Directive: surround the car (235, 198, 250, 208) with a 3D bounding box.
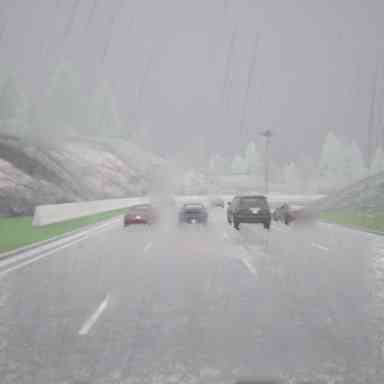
[{"bbox_3d":[7.365,1.555,48.935,1.994,1.385,4.181,0,0,7],"label":"car"}]

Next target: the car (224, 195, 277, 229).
[{"bbox_3d":[3.600,1.217,21.681,2.150,2.045,5.566,0,0,0],"label":"car"}]

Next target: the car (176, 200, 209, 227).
[{"bbox_3d":[0.099,1.501,22.506,1.837,1.490,4.892,0,0,0],"label":"car"}]

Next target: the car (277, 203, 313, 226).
[{"bbox_3d":[7.086,1.521,23.554,1.812,1.442,4.674,0,0,0],"label":"car"}]

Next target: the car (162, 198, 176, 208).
[{"bbox_3d":[-3.366,1.539,47.742,2.033,1.411,5.357,0,0,4],"label":"car"}]

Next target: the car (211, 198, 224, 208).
[{"bbox_3d":[3.599,1.539,46.570,2.033,1.411,5.357,0,0,4],"label":"car"}]

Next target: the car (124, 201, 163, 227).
[{"bbox_3d":[-3.400,1.560,23.070,1.994,1.385,4.181,0,0,0],"label":"car"}]

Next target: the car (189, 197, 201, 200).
[{"bbox_3d":[0.381,1.516,49.586,1.812,1.442,4.674,0,0,7],"label":"car"}]
